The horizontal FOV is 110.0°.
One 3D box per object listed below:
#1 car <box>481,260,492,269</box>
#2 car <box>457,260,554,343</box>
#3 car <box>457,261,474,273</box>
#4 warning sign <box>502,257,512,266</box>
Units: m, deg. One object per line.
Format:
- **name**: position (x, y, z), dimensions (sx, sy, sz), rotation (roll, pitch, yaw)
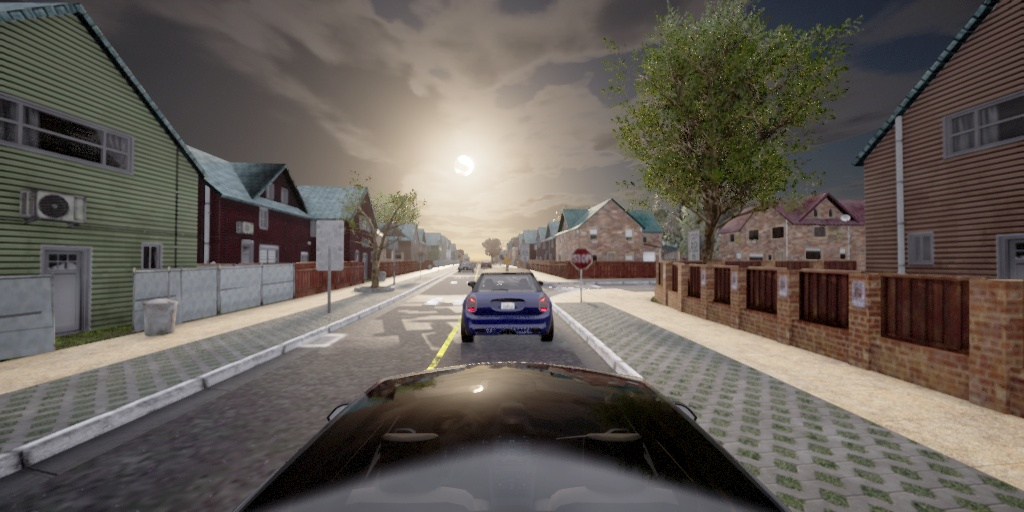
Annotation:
- **car**: position (-4.570, 1.453, 63.654), dimensions (1.882, 1.535, 5.008), rotation (0, 0, -4)
- **car**: position (-0.166, 1.103, 9.897), dimensions (2.097, 1.767, 4.553), rotation (0, 0, -2)
- **car**: position (-5.978, 1.418, 46.589), dimensions (1.994, 1.385, 4.181), rotation (0, 0, -5)
- **warning sign**: position (-0.649, 0.977, 47.148), dimensions (1.300, 1.860, 1.060), rotation (0, 0, -5)
